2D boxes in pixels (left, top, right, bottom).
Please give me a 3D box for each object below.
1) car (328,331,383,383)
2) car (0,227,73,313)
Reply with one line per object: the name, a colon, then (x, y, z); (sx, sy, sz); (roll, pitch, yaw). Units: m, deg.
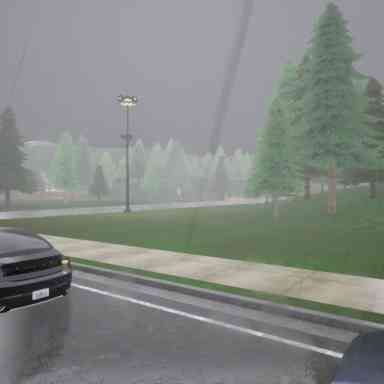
car: (3.452, 1.547, 1.528); (5.357, 1.411, 2.033); (0, 0, 36)
car: (-4.573, 1.505, 7.130); (4.892, 1.490, 1.837); (0, 0, 35)
